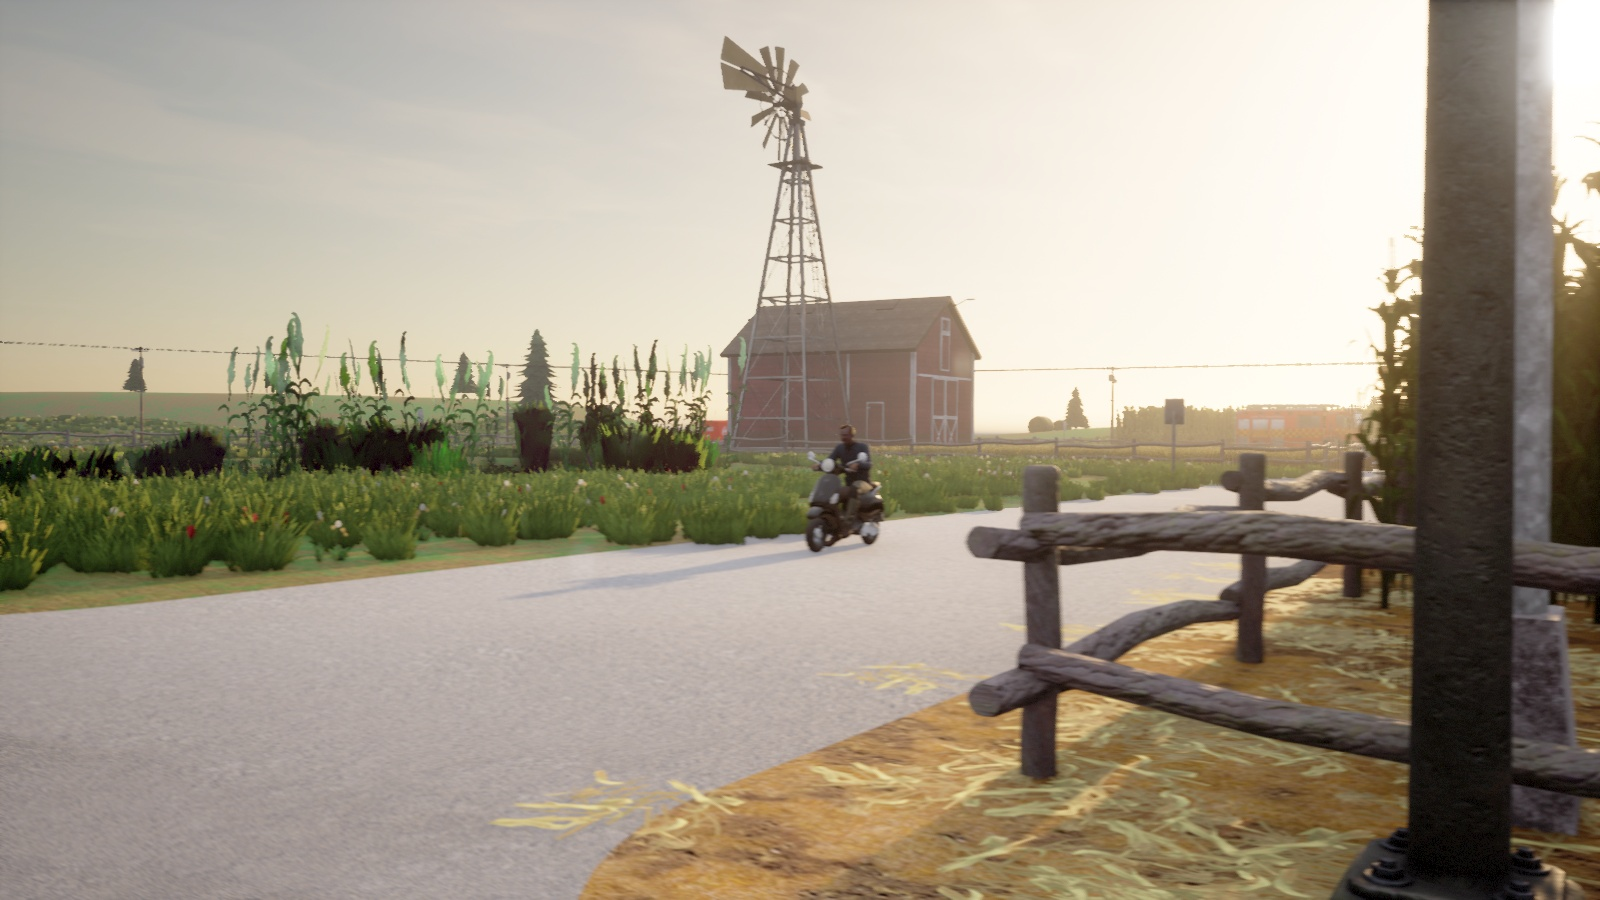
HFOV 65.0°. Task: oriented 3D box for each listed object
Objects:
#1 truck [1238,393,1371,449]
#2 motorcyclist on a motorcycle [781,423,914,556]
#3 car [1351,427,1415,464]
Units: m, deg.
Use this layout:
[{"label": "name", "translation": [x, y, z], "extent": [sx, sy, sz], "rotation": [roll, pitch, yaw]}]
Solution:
[{"label": "truck", "translation": [36.297, -2.028, 90.525], "extent": [8.468, 3.827, 2.891], "rotation": [0, 1, 33]}, {"label": "motorcyclist on a motorcycle", "translation": [0.629, 0.456, 16.008], "extent": [0.866, 1.590, 1.817], "rotation": [0, 1, 33]}, {"label": "car", "translation": [24.298, -0.207, 52.258], "extent": [1.816, 1.474, 4.193], "rotation": [0, 1, 33]}]
